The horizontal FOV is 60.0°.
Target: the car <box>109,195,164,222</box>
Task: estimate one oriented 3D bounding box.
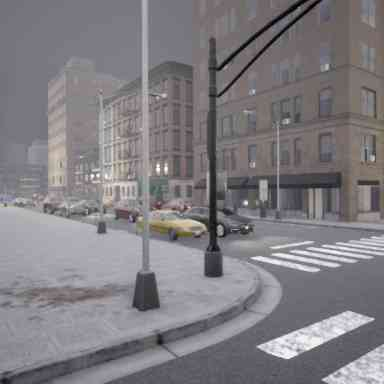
[{"bbox_3d":[-4.450,1.351,26.041,2.097,1.767,4.553,0,0,-36],"label":"car"}]

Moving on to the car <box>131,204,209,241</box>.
[{"bbox_3d":[-1.145,1.540,17.148,1.752,1.417,4.829,0,0,-36],"label":"car"}]

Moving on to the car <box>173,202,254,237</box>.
[{"bbox_3d":[1.224,1.507,18.186,1.837,1.490,4.892,0,0,-37],"label":"car"}]

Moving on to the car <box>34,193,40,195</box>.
[{"bbox_3d":[-34.584,1.528,77.028,1.947,1.339,4.313,0,0,-36],"label":"car"}]

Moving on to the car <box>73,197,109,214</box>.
[{"bbox_3d":[-10.365,1.502,34.227,1.837,1.490,4.892,0,0,-36],"label":"car"}]

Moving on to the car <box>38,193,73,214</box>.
[{"bbox_3d":[-14.526,1.325,35.631,2.192,1.841,5.009,0,0,-36],"label":"car"}]

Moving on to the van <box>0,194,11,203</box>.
[{"bbox_3d":[-37.765,1.346,67.735,1.690,1.788,3.998,0,0,-36],"label":"van"}]

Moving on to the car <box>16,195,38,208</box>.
[{"bbox_3d":[-24.485,1.589,49.391,1.802,1.307,4.206,0,0,-36],"label":"car"}]

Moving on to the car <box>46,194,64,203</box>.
[{"bbox_3d":[-27.945,1.278,67.854,2.192,1.841,5.009,0,0,-36],"label":"car"}]

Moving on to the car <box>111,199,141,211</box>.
[{"bbox_3d":[-8.024,1.534,40.337,1.947,1.339,4.313,0,0,-36],"label":"car"}]

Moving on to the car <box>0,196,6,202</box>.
[{"bbox_3d":[-44.404,1.555,76.909,2.008,1.369,4.403,0,0,-36],"label":"car"}]

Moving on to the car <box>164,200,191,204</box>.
[{"bbox_3d":[-1.384,1.410,31.163,1.967,1.590,4.097,0,0,-36],"label":"car"}]

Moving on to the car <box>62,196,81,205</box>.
[{"bbox_3d":[-21.304,1.515,58.682,2.008,1.369,4.403,0,0,-36],"label":"car"}]

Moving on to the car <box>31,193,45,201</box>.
[{"bbox_3d":[-37.905,1.277,81.613,2.192,1.841,5.009,0,0,-36],"label":"car"}]

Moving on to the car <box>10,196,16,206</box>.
[{"bbox_3d":[-27.705,1.531,53.839,1.752,1.417,4.829,0,0,-36],"label":"car"}]

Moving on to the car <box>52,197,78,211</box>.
[{"bbox_3d":[-16.378,1.473,42.613,1.882,1.535,5.008,0,0,-36],"label":"car"}]

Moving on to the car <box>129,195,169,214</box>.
[{"bbox_3d":[-4.705,1.284,35.750,2.192,1.841,5.009,0,0,-36],"label":"car"}]

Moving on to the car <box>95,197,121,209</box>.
[{"bbox_3d":[-11.444,1.492,45.061,1.752,1.417,4.829,0,0,-36],"label":"car"}]

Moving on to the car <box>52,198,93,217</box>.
[{"bbox_3d":[-11.205,1.562,31.045,2.008,1.369,4.403,0,0,-36],"label":"car"}]
